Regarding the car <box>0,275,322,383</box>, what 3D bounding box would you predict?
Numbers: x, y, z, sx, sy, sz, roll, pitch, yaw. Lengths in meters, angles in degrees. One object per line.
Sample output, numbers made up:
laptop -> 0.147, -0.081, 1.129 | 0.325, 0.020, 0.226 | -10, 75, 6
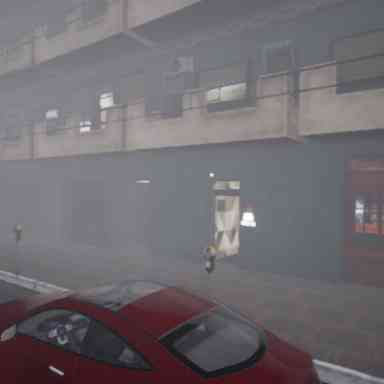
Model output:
car -> -0.836, 1.581, 3.457 | 4.206, 1.307, 1.802 | 0, 1, 35
